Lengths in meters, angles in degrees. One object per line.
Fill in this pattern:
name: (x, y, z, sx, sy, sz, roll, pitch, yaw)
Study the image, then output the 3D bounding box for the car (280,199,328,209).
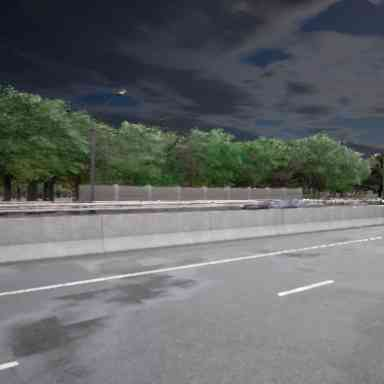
car: (11.771, 1.743, 33.857, 5.357, 1.411, 2.033, 0, 0, -35)

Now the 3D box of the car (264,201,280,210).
car: (10.713, 1.554, 37.384, 4.553, 1.767, 2.097, 0, 0, -35)

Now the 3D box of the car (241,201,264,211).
car: (8.452, 1.749, 40.070, 5.357, 1.411, 2.033, 0, 0, -35)

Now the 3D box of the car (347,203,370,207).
car: (16.438, 1.777, 32.872, 4.181, 1.385, 1.994, 0, 0, -35)
